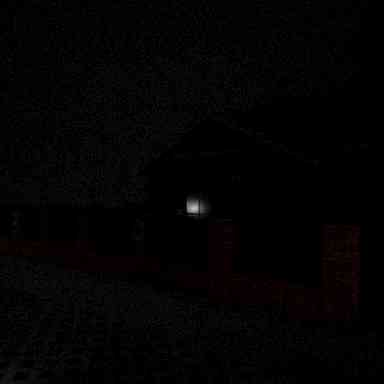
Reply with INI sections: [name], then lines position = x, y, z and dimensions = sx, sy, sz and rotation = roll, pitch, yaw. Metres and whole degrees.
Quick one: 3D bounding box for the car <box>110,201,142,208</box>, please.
[car]
position = -6.078, 1.628, 29.032
dimensions = 2.097, 1.767, 4.553
rotation = -1, -1, 35
